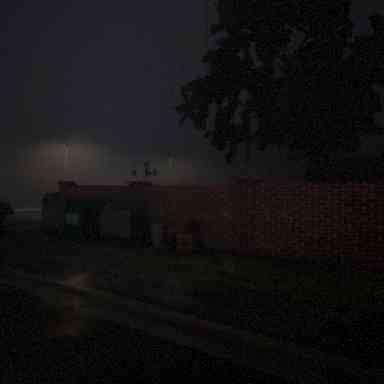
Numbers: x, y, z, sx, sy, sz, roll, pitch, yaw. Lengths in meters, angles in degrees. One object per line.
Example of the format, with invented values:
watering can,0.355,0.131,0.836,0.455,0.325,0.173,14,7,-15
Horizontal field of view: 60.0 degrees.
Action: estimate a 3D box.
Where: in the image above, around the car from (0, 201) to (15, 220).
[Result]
car,-15.967,1.063,23.995,2.150,2.045,5.566,1,0,44
